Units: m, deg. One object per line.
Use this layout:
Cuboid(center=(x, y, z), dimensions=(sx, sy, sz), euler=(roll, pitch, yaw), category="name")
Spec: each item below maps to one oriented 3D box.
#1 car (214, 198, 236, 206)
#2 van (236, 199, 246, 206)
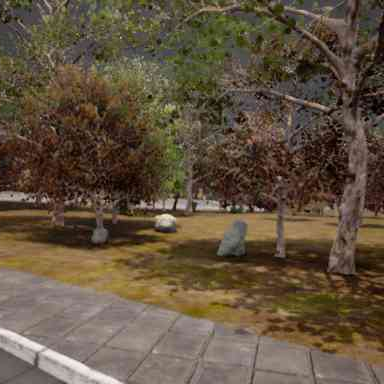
Cuboid(center=(8.342, 2.658, 89.583), dimensions=(2.435, 2.045, 5.566), euler=(5, 1, 45), category="car")
Cuboid(center=(12.176, 2.930, 93.458), dimensions=(1.878, 1.987, 4.442), euler=(5, 1, 45), category="van")
